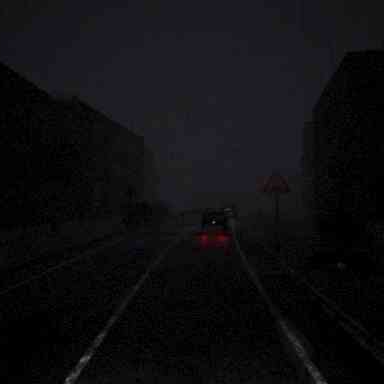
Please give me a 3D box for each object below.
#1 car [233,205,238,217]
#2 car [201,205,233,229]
[{"bbox_3d":[4.804,2.396,42.649,2.128,1.511,4.902,-1,-2,12],"label":"car"},{"bbox_3d":[1.803,1.948,25.350,2.128,1.511,4.902,0,-1,7],"label":"car"}]
